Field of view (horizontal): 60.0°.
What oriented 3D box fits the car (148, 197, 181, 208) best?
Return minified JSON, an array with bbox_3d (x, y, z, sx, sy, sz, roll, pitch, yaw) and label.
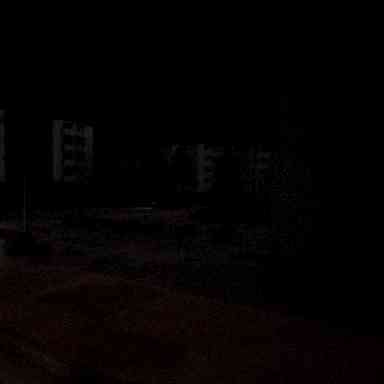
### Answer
[{"bbox_3d":[-3.798,1.450,46.994,4.892,1.490,1.837,0,0,-35],"label":"car"}]
